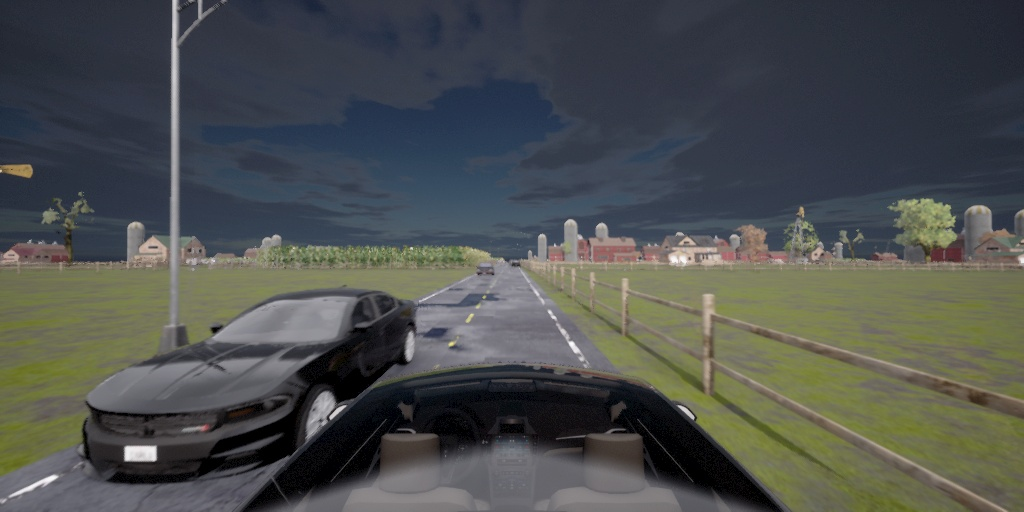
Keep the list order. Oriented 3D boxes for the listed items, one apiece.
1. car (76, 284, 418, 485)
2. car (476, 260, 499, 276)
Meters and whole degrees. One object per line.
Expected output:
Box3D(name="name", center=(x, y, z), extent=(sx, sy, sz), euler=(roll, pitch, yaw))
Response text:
Box3D(name="car", center=(-2.837, 1.238, 5.251), extent=(1.882, 1.535, 5.008), euler=(0, 0, 0))
Box3D(name="car", center=(-2.848, 1.437, 39.660), extent=(2.033, 1.411, 5.357), euler=(0, 0, 0))
